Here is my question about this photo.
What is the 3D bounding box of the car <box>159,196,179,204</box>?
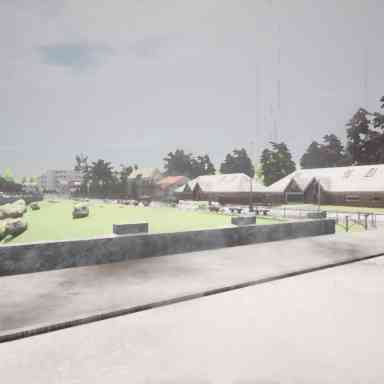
[{"bbox_3d":[-4.211,1.491,60.696,2.128,1.511,4.902,0,0,-35],"label":"car"}]

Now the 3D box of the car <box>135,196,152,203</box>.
[{"bbox_3d":[-10.097,1.502,68.969,1.837,1.490,4.892,0,0,-35],"label":"car"}]
